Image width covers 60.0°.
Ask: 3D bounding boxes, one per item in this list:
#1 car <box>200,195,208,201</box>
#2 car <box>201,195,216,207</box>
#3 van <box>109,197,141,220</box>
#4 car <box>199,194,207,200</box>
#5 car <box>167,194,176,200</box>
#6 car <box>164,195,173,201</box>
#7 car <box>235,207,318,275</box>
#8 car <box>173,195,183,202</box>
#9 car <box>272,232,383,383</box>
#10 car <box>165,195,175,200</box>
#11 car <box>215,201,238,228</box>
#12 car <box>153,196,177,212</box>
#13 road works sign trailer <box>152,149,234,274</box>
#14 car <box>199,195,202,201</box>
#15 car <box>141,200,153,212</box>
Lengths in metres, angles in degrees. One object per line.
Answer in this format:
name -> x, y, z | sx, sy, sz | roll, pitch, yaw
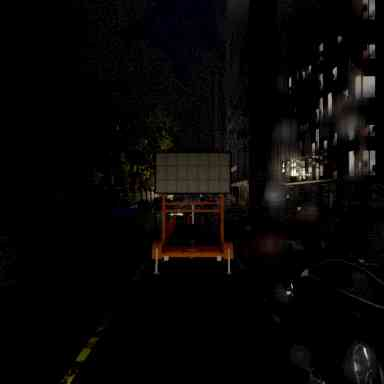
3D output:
car -> 2.812, 1.432, 78.643 | 1.947, 1.339, 4.313 | 0, 0, 0
car -> 2.769, 1.526, 50.237 | 1.802, 1.307, 4.206 | 0, 0, 0
van -> -5.645, 1.324, 27.534 | 1.690, 1.788, 3.998 | 0, 0, 0
car -> 2.828, 1.379, 90.007 | 2.008, 1.369, 4.403 | 0, 0, 0
car -> -5.552, 1.379, 90.046 | 2.008, 1.369, 4.403 | 0, 0, 0
car -> -5.569, 1.392, 78.509 | 1.752, 1.417, 4.829 | 0, 0, 0
car -> 2.709, 1.438, 10.464 | 1.967, 1.590, 4.097 | 0, 0, 0
car -> -2.900, 1.497, 69.172 | 1.895, 1.301, 4.718 | 0, 0, 0
car -> 2.700, 1.566, 4.783 | 1.947, 1.339, 4.313 | 0, 0, 0
car -> -5.560, 1.398, 84.363 | 2.008, 1.369, 4.403 | 0, 0, 0
car -> 2.726, 1.515, 22.000 | 1.752, 1.417, 4.829 | 0, 0, 0
car -> -3.044, 1.492, 38.439 | 1.812, 1.442, 4.674 | 0, 0, 0
road works sign trailer -> 0.031, 0.462, 10.526 | 2.380, 3.560, 2.880 | 0, 0, 1
car -> 2.795, 1.446, 67.281 | 1.887, 1.381, 4.507 | 0, 0, 0
car -> -5.629, 1.547, 38.900 | 1.802, 1.307, 4.206 | 0, 0, 0
